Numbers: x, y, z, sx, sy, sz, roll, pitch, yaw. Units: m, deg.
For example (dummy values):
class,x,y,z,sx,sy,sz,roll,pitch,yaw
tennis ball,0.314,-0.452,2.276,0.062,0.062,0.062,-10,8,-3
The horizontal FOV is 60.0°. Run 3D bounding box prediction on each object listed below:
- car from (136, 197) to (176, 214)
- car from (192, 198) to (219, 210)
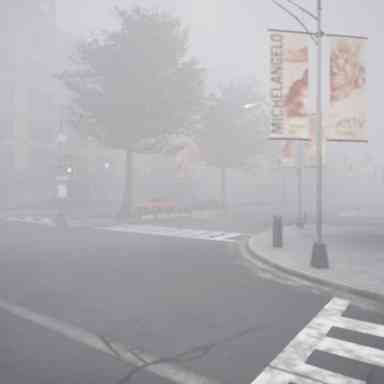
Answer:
class,x,y,z,sx,sy,sz,roll,pitch,yaw
car,-3.771,1.371,35.163,2.097,1.767,4.553,0,0,36
car,1.913,1.545,43.164,1.812,1.442,4.674,0,0,35
